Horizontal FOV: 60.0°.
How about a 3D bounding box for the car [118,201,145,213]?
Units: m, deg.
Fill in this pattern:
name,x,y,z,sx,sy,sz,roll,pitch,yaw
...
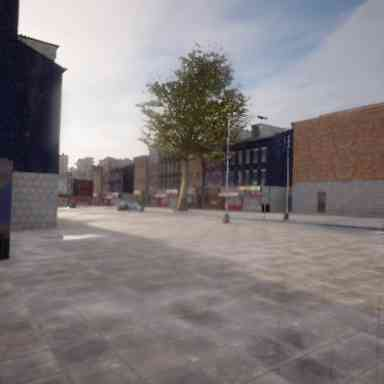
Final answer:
name,x,y,z,sx,sy,sz,roll,pitch,yaw
car,-7.588,1.832,41.330,2.128,1.511,4.902,3,-2,-35
